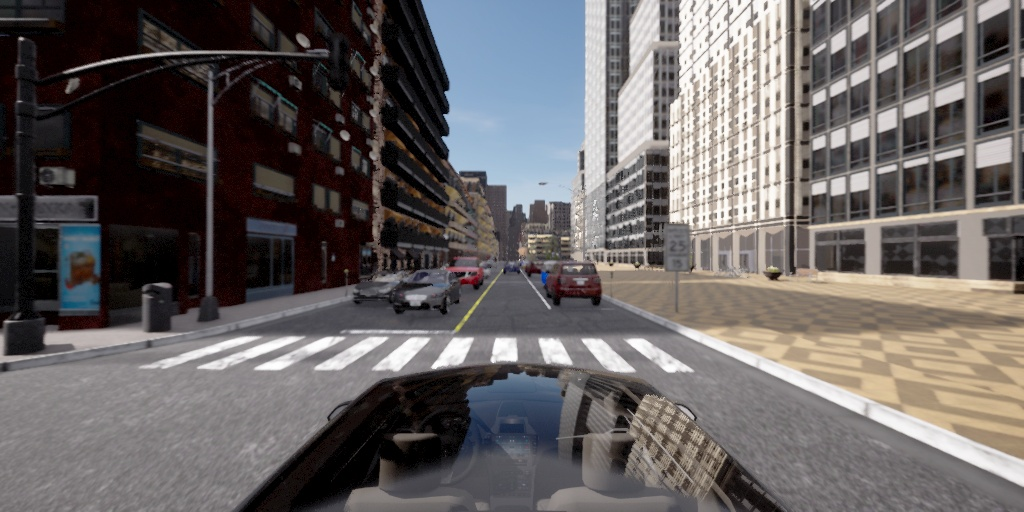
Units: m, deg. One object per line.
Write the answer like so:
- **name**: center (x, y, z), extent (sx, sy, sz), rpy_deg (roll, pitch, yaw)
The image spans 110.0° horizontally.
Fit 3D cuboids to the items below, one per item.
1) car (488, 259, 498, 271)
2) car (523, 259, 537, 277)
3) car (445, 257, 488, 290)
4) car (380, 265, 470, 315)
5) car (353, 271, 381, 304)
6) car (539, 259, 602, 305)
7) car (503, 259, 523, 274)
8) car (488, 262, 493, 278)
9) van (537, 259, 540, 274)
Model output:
- **car**: center (-3.040, 1.169, 49.743), extent (1.837, 1.490, 4.892), rpy_deg (0, 0, 0)
- **car**: center (2.655, 1.282, 38.493), extent (2.192, 1.841, 5.009), rpy_deg (0, 0, 0)
- **car**: center (-3.096, 1.066, 23.941), extent (2.150, 2.045, 5.566), rpy_deg (0, 0, 0)
- **car**: center (-3.102, 1.279, 13.988), extent (2.128, 1.511, 4.902), rpy_deg (0, 0, 0)
- **car**: center (-5.704, 1.339, 16.381), extent (2.007, 1.370, 4.403), rpy_deg (0, 0, 0)
- **car**: center (2.676, 1.143, 16.388), extent (2.192, 1.841, 5.009), rpy_deg (0, 0, 0)
- **car**: center (-0.037, 1.353, 45.553), extent (2.097, 1.767, 4.553), rpy_deg (0, 0, 0)
- **car**: center (-3.119, 1.515, 34.602), extent (1.895, 1.301, 4.718), rpy_deg (0, 0, 0)
- **van**: center (2.671, 1.202, 21.914), extent (1.690, 1.789, 3.998), rpy_deg (0, 0, 0)
